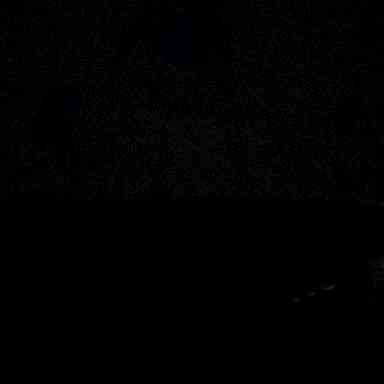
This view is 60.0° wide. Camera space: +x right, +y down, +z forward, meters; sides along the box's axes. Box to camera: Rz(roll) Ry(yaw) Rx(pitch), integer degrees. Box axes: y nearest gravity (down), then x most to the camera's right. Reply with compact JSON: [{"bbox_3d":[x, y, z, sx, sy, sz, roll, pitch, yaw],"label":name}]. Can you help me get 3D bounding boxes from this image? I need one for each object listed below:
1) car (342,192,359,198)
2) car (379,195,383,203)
[{"bbox_3d":[37.544,0.657,78.789,1.882,1.535,5.008,1,1,-5],"label":"car"},{"bbox_3d":[32.428,1.196,54.997,1.882,1.535,5.008,1,1,13],"label":"car"}]
